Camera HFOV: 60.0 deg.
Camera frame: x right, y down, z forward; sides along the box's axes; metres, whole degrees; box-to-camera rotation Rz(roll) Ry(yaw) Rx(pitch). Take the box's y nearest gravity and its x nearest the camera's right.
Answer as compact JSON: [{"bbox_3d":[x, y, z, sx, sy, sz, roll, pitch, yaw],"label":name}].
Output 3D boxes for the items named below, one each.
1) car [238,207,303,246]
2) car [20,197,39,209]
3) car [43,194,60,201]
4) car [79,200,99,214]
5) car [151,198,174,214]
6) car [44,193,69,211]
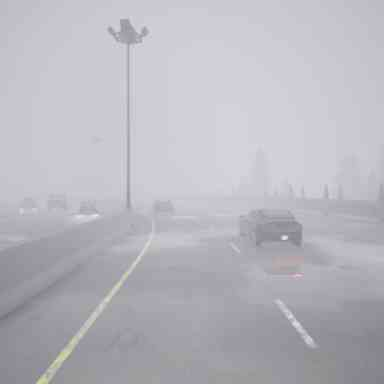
[{"bbox_3d":[3.325,1.443,14.829,1.837,1.490,4.892,0,0,-3],"label":"car"},{"bbox_3d":[-21.761,1.418,44.550,1.837,1.490,4.892,0,0,-25],"label":"car"},{"bbox_3d":[-29.535,1.174,69.836,1.837,1.490,4.892,0,0,-39],"label":"car"},{"bbox_3d":[-10.569,1.499,34.132,1.895,1.301,4.718,0,0,-16],"label":"car"},{"bbox_3d":[-3.005,1.379,33.428,2.128,1.511,4.902,0,0,-14],"label":"car"},{"bbox_3d":[-15.924,1.125,39.475,2.150,2.045,5.566,0,0,-20],"label":"car"}]
